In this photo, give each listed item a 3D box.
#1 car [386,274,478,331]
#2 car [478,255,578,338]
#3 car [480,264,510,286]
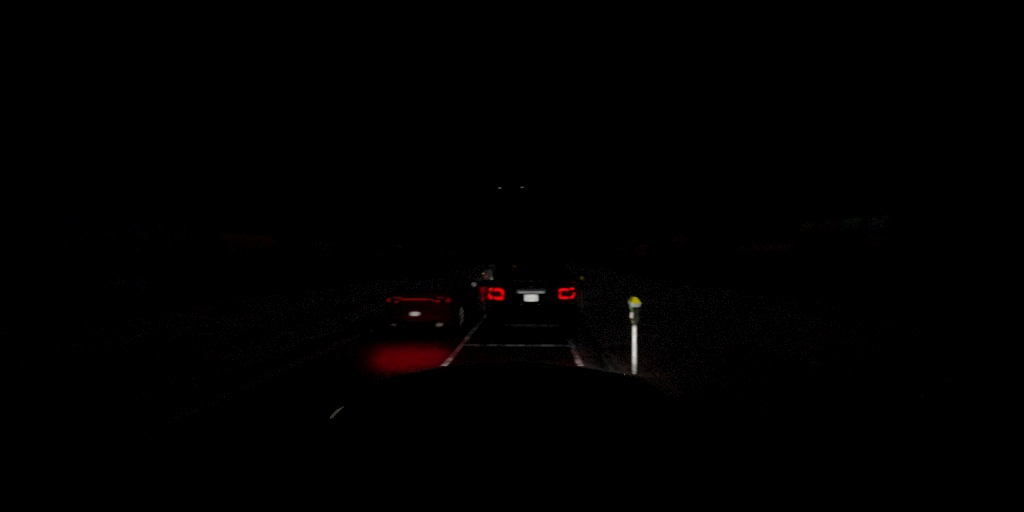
[{"bbox_3d":[-2.247,1.289,11.345,1.882,1.535,5.008,-1,0,4],"label":"car"},{"bbox_3d":[0.578,1.005,10.388,2.150,2.045,5.566,-1,0,3],"label":"car"},{"bbox_3d":[-1.234,1.391,27.941,1.812,1.442,4.674,-1,0,4],"label":"car"}]
